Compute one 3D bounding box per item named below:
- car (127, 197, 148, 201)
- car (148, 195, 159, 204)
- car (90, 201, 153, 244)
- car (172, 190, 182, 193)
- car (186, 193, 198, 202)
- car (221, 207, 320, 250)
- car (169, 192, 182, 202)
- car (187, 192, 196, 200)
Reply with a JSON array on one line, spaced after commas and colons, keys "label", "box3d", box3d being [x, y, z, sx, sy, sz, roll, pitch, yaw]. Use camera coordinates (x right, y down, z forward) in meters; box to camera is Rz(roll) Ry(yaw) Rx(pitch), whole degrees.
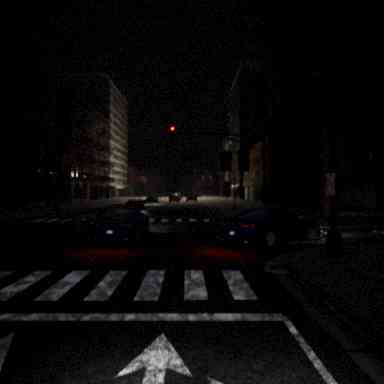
[{"label": "car", "box3d": [-6.613, 1.349, 38.245, 1.895, 1.301, 4.718, 0, 0, 0]}, {"label": "car", "box3d": [-6.582, 1.158, 55.171, 1.812, 1.442, 4.674, 0, 0, 0]}, {"label": "car", "box3d": [-3.163, 1.378, 15.268, 1.882, 1.535, 5.008, 0, 0, 0]}, {"label": "car", "box3d": [-3.281, 0.617, 71.628, 2.150, 2.045, 5.566, 0, 0, 0]}, {"label": "car", "box3d": [-0.026, 0.942, 61.568, 2.097, 1.767, 4.553, 0, 0, 0]}, {"label": "car", "box3d": [3.437, 1.390, 14.067, 5.008, 1.535, 1.882, 0, -2, -39]}, {"label": "car", "box3d": [-3.276, 1.190, 61.628, 1.895, 1.301, 4.718, 0, 0, 0]}, {"label": "car", "box3d": [-0.031, 0.870, 71.601, 1.882, 1.535, 5.008, 0, 0, 0]}]
